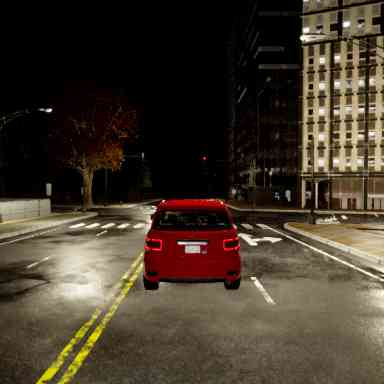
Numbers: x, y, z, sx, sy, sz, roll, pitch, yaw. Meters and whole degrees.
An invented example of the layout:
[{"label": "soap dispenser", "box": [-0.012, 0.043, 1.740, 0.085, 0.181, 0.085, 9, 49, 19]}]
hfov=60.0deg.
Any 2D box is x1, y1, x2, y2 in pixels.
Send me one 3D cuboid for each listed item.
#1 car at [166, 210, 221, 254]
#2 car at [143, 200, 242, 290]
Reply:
[{"label": "car", "box": [0.060, 1.565, 14.148, 1.994, 1.385, 4.181, 0, 0, 0]}, {"label": "car", "box": [-0.023, 1.221, 9.209, 2.150, 2.045, 5.566, 0, 0, -1]}]
